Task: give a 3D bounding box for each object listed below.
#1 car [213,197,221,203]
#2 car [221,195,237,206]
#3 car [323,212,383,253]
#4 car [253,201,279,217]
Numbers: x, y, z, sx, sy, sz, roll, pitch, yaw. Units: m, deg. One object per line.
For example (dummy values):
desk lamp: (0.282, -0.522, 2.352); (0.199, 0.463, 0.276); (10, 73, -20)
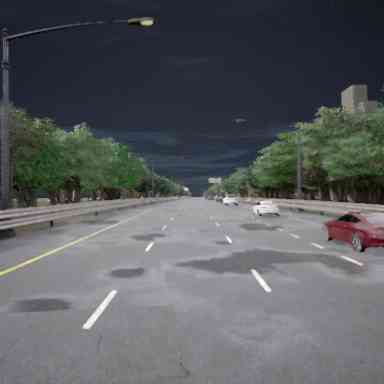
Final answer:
car: (7.358, 2.182, 89.372); (1.812, 1.442, 4.674); (0, -1, 1)
car: (7.156, 1.523, 62.285); (2.150, 2.045, 5.566); (0, -1, 0)
car: (7.002, 1.531, 13.625); (1.812, 1.442, 4.674); (0, 0, 0)
car: (7.027, 1.570, 31.835); (1.812, 1.442, 4.674); (0, 0, 0)
